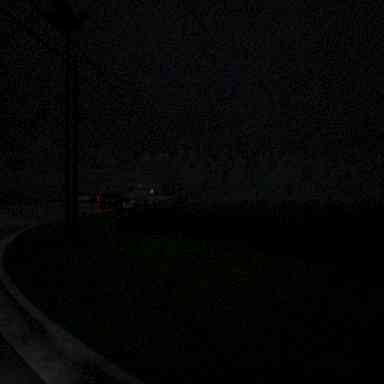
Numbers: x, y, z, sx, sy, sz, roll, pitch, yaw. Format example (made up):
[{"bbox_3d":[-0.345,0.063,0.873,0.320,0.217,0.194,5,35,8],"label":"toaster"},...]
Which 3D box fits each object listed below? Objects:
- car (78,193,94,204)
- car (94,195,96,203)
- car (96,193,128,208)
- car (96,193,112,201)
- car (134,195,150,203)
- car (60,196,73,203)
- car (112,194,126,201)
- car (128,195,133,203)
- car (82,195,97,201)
[{"bbox_3d":[-20.715,1.203,65.737,2.150,2.045,5.566,0,0,4],"label":"car"},{"bbox_3d":[-17.196,1.583,65.931,1.895,1.301,4.718,0,0,4],"label":"car"},{"bbox_3d":[-11.269,1.208,47.205,2.150,2.045,5.566,0,0,4],"label":"car"},{"bbox_3d":[-20.060,1.167,76.076,2.097,1.767,4.553,0,0,4],"label":"car"},{"bbox_3d":[-10.001,1.549,68.327,1.994,1.385,4.181,0,0,4],"label":"car"},{"bbox_3d":[-24.210,1.512,65.928,2.033,1.411,5.357,0,0,4],"label":"car"},{"bbox_3d":[-16.565,1.291,75.884,1.882,1.535,5.008,0,0,4],"label":"car"},{"bbox_3d":[-13.701,1.336,65.744,2.097,1.767,4.553,0,0,4],"label":"car"},{"bbox_3d":[-23.551,1.336,76.327,1.812,1.442,4.674,0,0,4],"label":"car"}]
